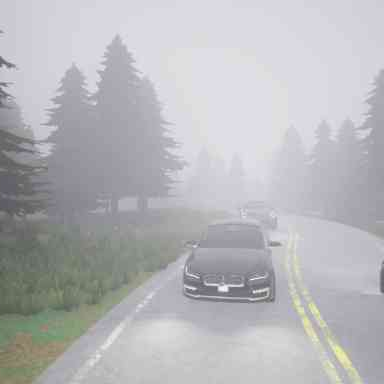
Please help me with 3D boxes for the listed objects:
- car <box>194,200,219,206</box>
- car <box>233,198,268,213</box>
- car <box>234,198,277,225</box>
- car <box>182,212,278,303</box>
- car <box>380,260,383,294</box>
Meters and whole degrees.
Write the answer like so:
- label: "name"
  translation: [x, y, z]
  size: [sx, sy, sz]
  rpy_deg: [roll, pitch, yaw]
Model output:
- label: "car"
  translation: [1.877, 1.798, 44.853]
  size: [1.812, 1.442, 4.674]
  rpy_deg: [3, -5, -35]
- label: "car"
  translation: [6.170, 1.410, 35.732]
  size: [1.837, 1.490, 4.892]
  rpy_deg: [2, -1, -16]
- label: "car"
  translation: [3.857, 1.270, 20.360]
  size: [2.097, 1.767, 4.553]
  rpy_deg: [-1, 0, 5]
- label: "car"
  translation: [1.083, 1.496, 8.405]
  size: [1.837, 1.490, 4.892]
  rpy_deg: [-1, 0, 12]
- label: "car"
  translation: [4.489, 1.309, 4.638]
  size: [2.097, 1.767, 4.553]
  rpy_deg: [-1, 0, 8]
